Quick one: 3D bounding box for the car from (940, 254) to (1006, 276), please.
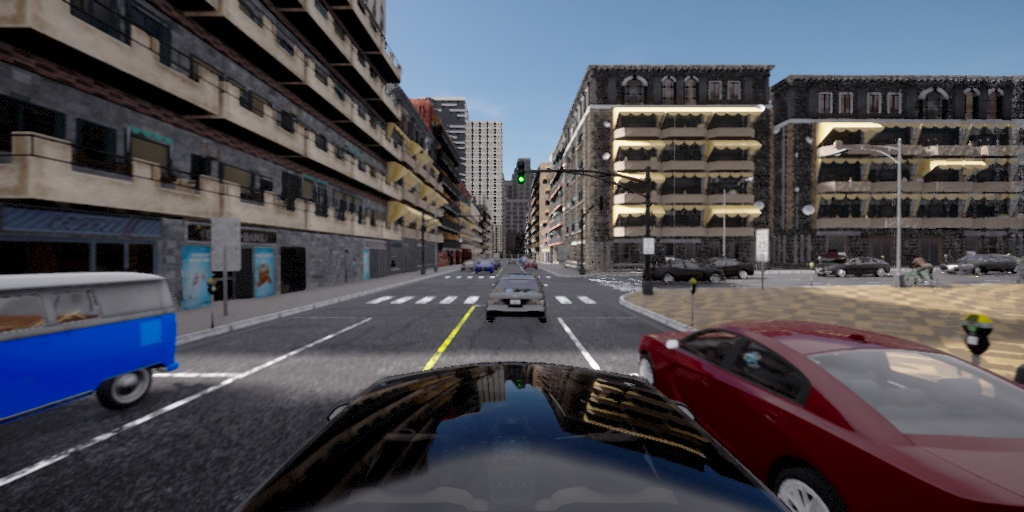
[{"bbox_3d":[35.229,0.629,26.786,4.902,1.511,2.128,-1,1,-1],"label":"car"}]

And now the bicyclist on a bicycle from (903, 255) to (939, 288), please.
[{"bbox_3d":[20.243,0.755,17.846,0.582,1.620,1.656,-1,0,-1],"label":"bicyclist on a bicycle"}]

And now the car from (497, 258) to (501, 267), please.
[{"bbox_3d":[-3.076,1.076,50.423,2.097,1.767,4.553,0,0,0],"label":"car"}]

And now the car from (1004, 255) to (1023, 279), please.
[{"bbox_3d":[32.475,0.785,20.975,4.403,1.370,2.007,0,0,-1],"label":"car"}]

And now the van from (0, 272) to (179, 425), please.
[{"bbox_3d":[-5.692,1.089,3.525,1.690,1.789,3.998,0,0,0],"label":"van"}]

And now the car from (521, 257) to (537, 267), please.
[{"bbox_3d":[2.685,1.163,52.523,1.967,1.591,4.097,0,0,0],"label":"car"}]

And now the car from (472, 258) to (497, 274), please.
[{"bbox_3d":[-3.095,1.203,41.264,1.882,1.535,5.008,0,0,1],"label":"car"}]

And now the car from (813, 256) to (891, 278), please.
[{"bbox_3d":[25.119,0.801,26.654,4.892,1.490,1.837,-1,1,-1],"label":"car"}]

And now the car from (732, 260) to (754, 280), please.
[{"bbox_3d":[15.060,0.933,26.515,5.008,1.535,1.882,-1,1,-1],"label":"car"}]

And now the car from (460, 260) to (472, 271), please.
[{"bbox_3d":[-5.695,1.274,47.000,2.007,1.370,4.403,0,0,0],"label":"car"}]

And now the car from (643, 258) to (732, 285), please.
[{"bbox_3d":[11.122,1.022,23.312,5.008,1.535,1.882,-1,0,-3],"label":"car"}]

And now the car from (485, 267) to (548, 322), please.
[{"bbox_3d":[0.248,1.288,12.204,2.033,1.411,5.357,0,0,4],"label":"car"}]

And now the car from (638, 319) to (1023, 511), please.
[{"bbox_3d":[2.688,1.293,3.525,1.888,1.381,4.507,0,0,0],"label":"car"}]
